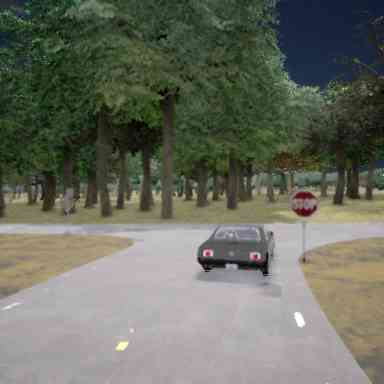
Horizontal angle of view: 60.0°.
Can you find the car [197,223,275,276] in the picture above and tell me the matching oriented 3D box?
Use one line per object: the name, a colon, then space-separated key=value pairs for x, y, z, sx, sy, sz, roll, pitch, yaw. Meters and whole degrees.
car: x=1.626 y=1.639 z=10.635 sx=1.895 sy=1.301 sz=4.718 roll=0 pitch=0 yaw=16
